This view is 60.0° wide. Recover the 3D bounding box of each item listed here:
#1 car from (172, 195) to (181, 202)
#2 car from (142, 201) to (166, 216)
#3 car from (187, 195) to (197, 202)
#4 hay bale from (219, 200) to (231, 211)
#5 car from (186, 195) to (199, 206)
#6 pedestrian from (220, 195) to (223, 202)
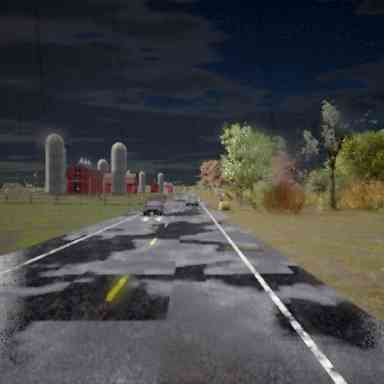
[{"bbox_3d":[-3.472,1.430,73.262,2.128,1.511,4.902,0,0,0],"label":"car"},{"bbox_3d":[-3.585,1.536,32.435,2.033,1.411,5.357,0,0,0],"label":"car"},{"bbox_3d":[0.027,1.351,72.401,2.128,1.511,4.902,0,0,0],"label":"car"},{"bbox_3d":[4.022,1.642,40.618,1.220,1.180,1.240,1,1,0],"label":"hay bale"},{"bbox_3d":[0.042,1.547,53.431,1.994,1.385,4.181,0,0,1],"label":"car"},{"bbox_3d":[3.716,1.288,41.736,0.375,1.860,0.375,-1,1,-2],"label":"pedestrian"}]
